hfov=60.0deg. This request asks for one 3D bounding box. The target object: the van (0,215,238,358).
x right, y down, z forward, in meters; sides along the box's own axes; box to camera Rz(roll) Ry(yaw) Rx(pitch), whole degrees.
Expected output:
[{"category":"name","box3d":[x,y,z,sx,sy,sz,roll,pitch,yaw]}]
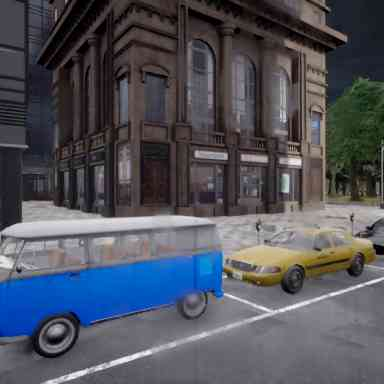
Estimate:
[{"category":"van","box3d":[-1.317,1.341,5.710,3.998,1.788,1.690,0,0,-35]}]

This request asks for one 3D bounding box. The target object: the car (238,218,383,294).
[{"category":"car","box3d":[2.975,1.525,8.765,4.829,1.417,1.752,0,0,-35]}]
